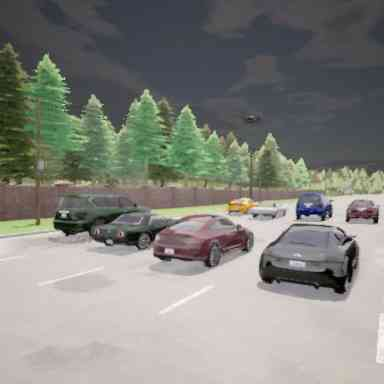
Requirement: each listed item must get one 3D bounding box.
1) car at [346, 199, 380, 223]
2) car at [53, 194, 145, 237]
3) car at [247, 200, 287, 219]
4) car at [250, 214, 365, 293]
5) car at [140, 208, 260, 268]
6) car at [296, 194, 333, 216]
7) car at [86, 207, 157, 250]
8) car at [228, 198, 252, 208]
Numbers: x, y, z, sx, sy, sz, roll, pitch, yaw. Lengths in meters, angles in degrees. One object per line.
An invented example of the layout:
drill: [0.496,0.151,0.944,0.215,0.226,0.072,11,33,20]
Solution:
car: [13.262,1.328,25.713,2.097,1.767,4.553,1,0,31]
car: [-4.223,1.118,16.837,2.150,2.045,5.566,1,0,31]
car: [6.657,1.522,28.303,1.895,1.301,4.718,1,0,31]
car: [3.340,1.545,9.016,1.994,1.385,4.181,1,0,31]
car: [0.551,1.479,11.200,1.812,1.442,4.674,1,0,31]
car: [10.089,1.170,27.221,2.150,2.045,5.566,1,0,31]
car: [-1.846,1.526,13.996,1.895,1.301,4.718,1,0,31]
car: [5.209,1.370,32.713,1.882,1.535,5.008,1,0,31]
